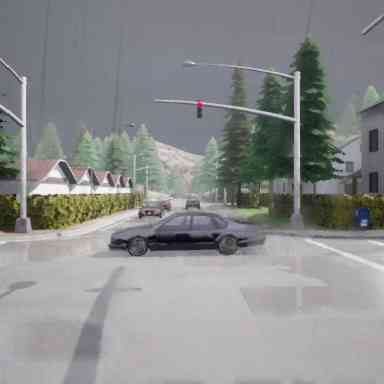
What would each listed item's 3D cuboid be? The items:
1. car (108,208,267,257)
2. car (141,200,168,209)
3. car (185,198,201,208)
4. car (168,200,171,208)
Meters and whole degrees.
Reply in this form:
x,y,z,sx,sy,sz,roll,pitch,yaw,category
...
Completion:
x,y,z,sx,sy,sz,roll,pitch,yaw,category
-0.145,1.429,11.856,5.357,1.411,2.033,-1,0,0,car
-3.493,1.572,29.348,1.994,1.385,4.181,0,0,0,car
0.110,1.517,43.314,1.837,1.490,4.892,0,0,0,car
-3.491,1.612,39.343,1.895,1.301,4.718,0,0,0,car
